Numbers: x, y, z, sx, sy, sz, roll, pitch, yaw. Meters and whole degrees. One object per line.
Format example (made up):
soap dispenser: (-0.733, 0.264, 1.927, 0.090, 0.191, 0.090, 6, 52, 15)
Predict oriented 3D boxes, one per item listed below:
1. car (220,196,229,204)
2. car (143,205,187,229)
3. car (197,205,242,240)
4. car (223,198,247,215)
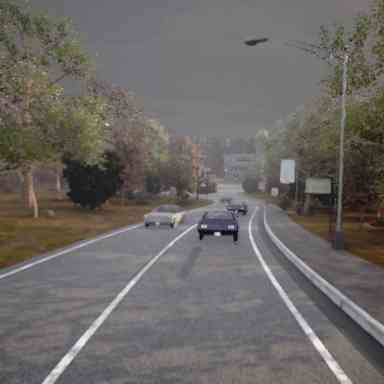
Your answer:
car: (6.266, 1.447, 62.496, 2.033, 1.411, 5.357, 1, 0, 7)
car: (-1.641, 1.523, 21.433, 1.895, 1.301, 4.718, 1, 0, 10)
car: (1.444, 1.585, 17.097, 1.895, 1.301, 4.718, 1, 0, 8)
car: (4.696, 1.585, 34.286, 1.895, 1.301, 4.718, 1, 0, 12)
